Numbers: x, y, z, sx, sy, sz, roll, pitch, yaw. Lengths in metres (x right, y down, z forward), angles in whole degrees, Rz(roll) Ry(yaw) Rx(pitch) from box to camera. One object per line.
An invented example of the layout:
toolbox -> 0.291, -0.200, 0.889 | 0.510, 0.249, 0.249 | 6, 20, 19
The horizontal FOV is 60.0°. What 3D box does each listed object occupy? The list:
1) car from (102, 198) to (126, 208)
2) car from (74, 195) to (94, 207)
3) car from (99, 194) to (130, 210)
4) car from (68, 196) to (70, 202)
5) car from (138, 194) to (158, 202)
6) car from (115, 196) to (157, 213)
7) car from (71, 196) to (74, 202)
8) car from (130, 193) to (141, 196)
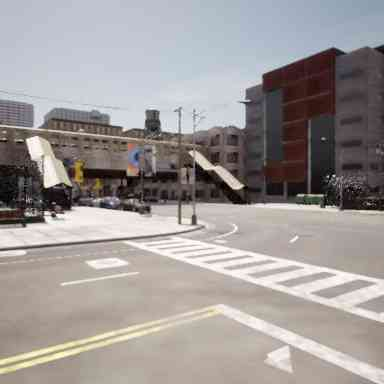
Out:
car -> -11.640, 1.575, 49.333 | 1.994, 1.385, 4.181 | 0, 0, -35
car -> -16.256, 1.491, 50.829 | 2.231, 1.521, 4.892 | 0, 0, -25
car -> -10.097, 1.364, 41.987 | 2.185, 1.767, 4.553 | 0, 0, -35
car -> -26.330, 1.552, 70.651 | 2.033, 1.411, 5.357 | 0, 0, -35
car -> -9.006, 1.614, 69.628 | 1.895, 1.301, 4.718 | 0, 0, -35
car -> -6.294, 1.489, 36.806 | 2.097, 1.535, 5.008 | 0, 0, -35
car -> -20.886, 1.363, 62.821 | 2.097, 1.767, 4.553 | 0, 0, -34
car -> -13.290, 1.248, 75.658 | 2.435, 2.045, 5.566 | 0, 0, -35
